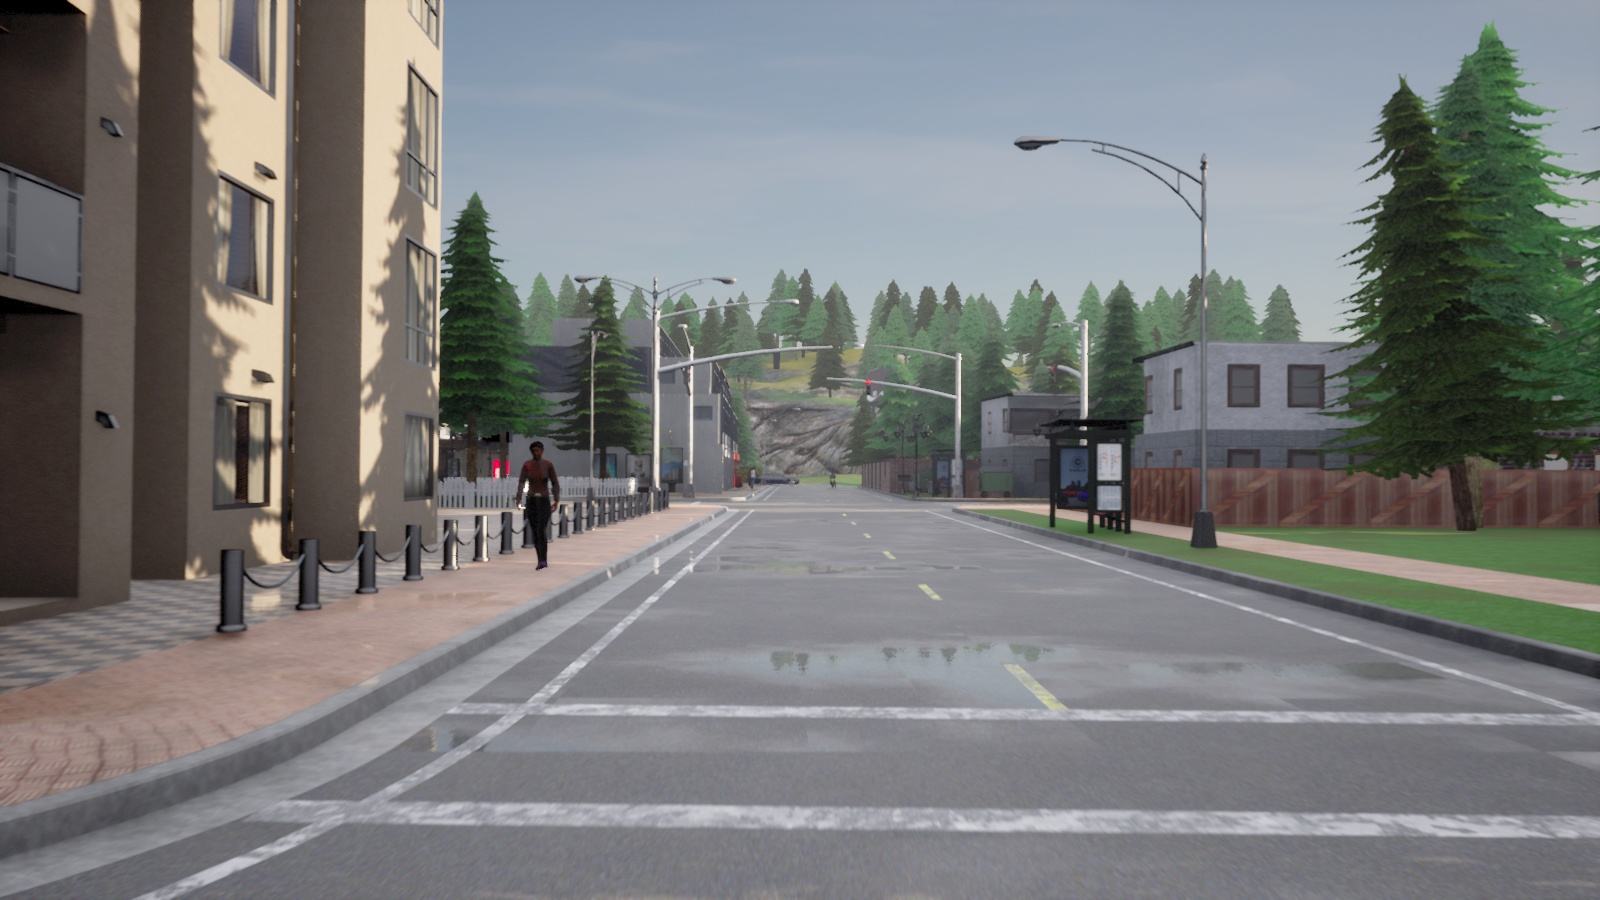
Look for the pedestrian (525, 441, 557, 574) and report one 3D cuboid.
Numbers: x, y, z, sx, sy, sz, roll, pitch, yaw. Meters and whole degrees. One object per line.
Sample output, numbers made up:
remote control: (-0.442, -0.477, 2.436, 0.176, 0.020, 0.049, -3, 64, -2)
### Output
pedestrian: (-3.629, 0.793, 17.612, 0.328, 1.805, 0.869, 0, -1, -4)
